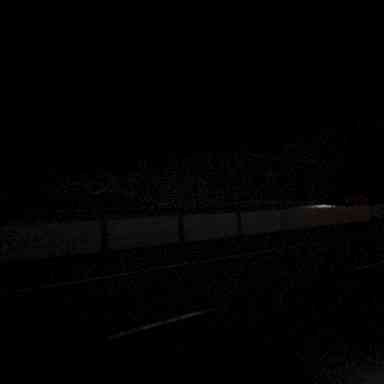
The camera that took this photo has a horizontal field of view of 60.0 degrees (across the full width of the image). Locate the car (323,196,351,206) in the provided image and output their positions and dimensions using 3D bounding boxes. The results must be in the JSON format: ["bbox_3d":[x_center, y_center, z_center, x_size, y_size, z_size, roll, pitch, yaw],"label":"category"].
[{"bbox_3d":[21.673,1.304,49.780,4.181,1.385,1.994,0,0,-35],"label":"car"}]
